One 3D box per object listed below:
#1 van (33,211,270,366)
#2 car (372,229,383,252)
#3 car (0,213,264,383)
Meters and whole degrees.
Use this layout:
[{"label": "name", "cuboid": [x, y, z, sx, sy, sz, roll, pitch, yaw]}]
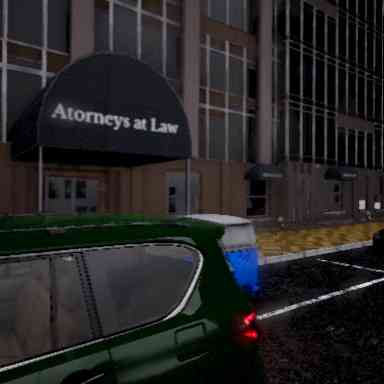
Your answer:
[{"label": "van", "cuboid": [-0.581, 1.345, 6.135, 3.998, 1.788, 1.690, 0, 0, -35]}, {"label": "car", "cuboid": [8.682, 1.586, 12.744, 4.313, 1.339, 1.947, 0, 0, -35]}, {"label": "car", "cuboid": [-2.015, 1.221, 1.942, 5.566, 2.045, 2.150, 0, 0, -36]}]
